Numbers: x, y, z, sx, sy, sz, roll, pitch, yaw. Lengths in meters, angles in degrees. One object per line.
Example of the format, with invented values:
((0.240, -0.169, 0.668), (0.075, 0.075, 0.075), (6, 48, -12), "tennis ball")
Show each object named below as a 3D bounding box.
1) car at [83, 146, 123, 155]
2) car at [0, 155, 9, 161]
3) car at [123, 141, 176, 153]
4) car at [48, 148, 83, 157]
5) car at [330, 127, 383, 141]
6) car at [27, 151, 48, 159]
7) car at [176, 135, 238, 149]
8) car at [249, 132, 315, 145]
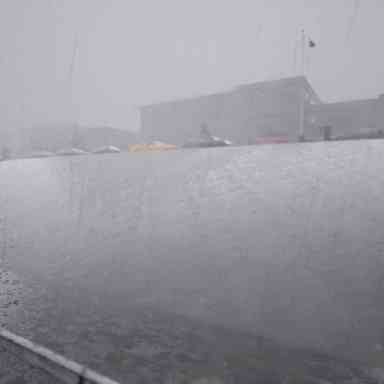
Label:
((-8.001, -3.783, 32.422), (4.674, 1.452, 2.002), (1, 1, 33), "car")
((-26.255, -4.215, 44.712), (4.553, 1.767, 2.185), (1, 0, 34), "car")
((-3.290, -3.731, 29.493), (5.008, 1.535, 2.097), (1, 1, 32), "car")
((-12.648, -3.909, 35.452), (4.892, 1.521, 2.231), (1, 1, 34), "car")
((11.320, -3.414, 21.267), (4.674, 1.452, 2.002), (1, 1, 28), "car")
((-17.214, -3.978, 38.552), (4.892, 1.521, 2.231), (1, 0, 34), "car")
((1.464, -3.765, 26.676), (4.553, 1.767, 2.185), (1, 1, 31), "car")
((6.457, -3.515, 23.875), (4.792, 1.488, 2.163), (1, 1, 29), "car")
